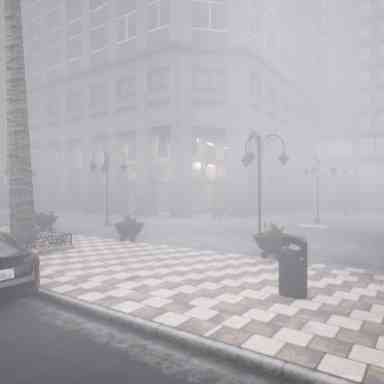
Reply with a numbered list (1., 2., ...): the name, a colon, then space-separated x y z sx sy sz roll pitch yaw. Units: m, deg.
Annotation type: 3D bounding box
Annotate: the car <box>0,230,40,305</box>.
1. car: -5.249 1.513 7.203 4.786 1.482 2.161 0 0 35
